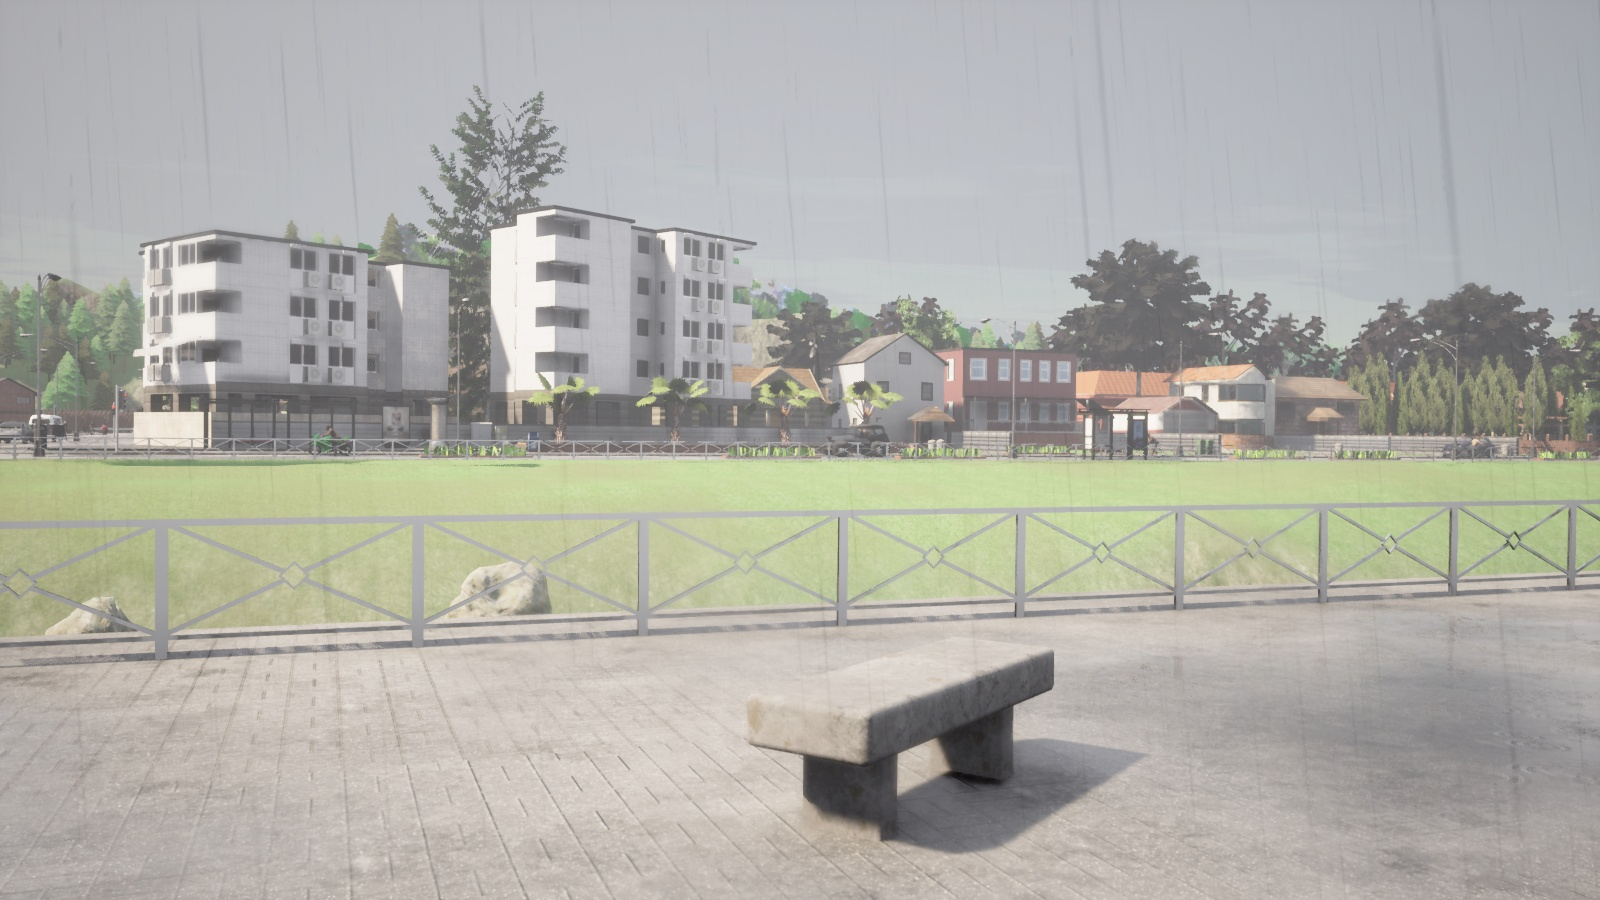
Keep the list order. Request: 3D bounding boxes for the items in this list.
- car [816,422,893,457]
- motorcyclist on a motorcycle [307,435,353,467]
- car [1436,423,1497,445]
[{"bbox_3d":[3.075,-0.594,70.951,3.866,1.878,1.905,-1,1,-21],"label":"car"},{"bbox_3d":[-22.863,0.033,61.111,2.044,1.523,0.797,-1,1,-21],"label":"motorcyclist on a motorcycle"},{"bbox_3d":[46.359,-1.110,87.376,3.633,1.501,1.845,-1,1,-21],"label":"car"}]
